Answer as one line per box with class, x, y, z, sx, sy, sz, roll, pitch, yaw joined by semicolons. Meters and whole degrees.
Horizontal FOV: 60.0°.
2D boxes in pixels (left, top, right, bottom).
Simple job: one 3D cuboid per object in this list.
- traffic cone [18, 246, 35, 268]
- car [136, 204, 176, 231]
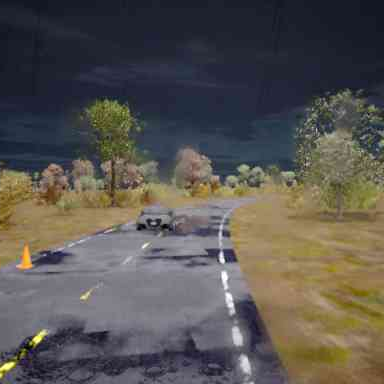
traffic cone;-4.814;1.876;9.665;0.340;0.580;0.340;0;0;3
car;-1.978;1.418;19.222;1.994;1.385;4.181;0;0;0
